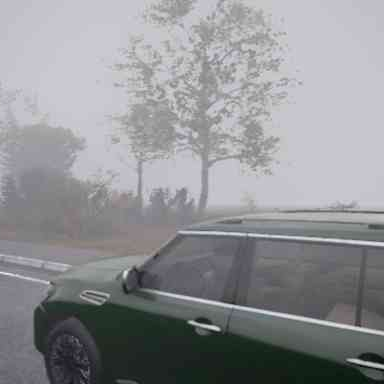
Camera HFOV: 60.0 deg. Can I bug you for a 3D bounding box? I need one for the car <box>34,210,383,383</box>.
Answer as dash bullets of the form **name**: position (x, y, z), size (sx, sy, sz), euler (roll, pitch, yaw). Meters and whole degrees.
- **car**: position (0.767, 1.213, 3.305), size (5.566, 2.045, 2.150), euler (0, 0, 35)
